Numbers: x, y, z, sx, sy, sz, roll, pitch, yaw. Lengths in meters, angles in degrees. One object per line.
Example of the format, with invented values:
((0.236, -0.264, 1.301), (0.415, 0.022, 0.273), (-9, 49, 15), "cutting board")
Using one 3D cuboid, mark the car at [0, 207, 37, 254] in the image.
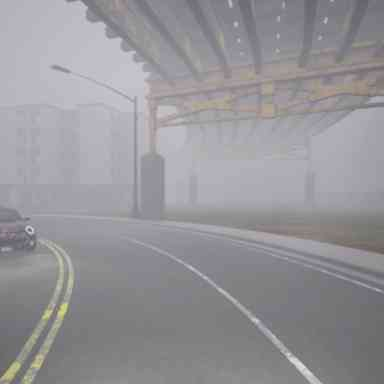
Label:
((-7.729, 1.407, 13.303), (2.097, 1.767, 4.553), (0, 0, -37), "car")
